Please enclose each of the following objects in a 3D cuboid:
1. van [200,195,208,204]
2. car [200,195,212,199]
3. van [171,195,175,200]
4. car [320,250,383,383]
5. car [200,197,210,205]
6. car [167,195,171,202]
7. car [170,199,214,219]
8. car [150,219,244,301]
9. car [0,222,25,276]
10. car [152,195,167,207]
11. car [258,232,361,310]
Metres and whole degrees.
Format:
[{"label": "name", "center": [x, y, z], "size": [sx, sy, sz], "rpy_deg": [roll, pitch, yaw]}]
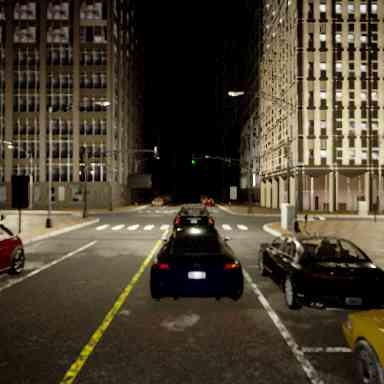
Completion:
[{"label": "van", "center": [2.695, 1.668, 74.026], "size": [1.690, 1.788, 3.998], "rpy_deg": [0, 0, 0]}, {"label": "car", "center": [2.790, 1.709, 56.972], "size": [1.967, 1.590, 4.097], "rpy_deg": [0, 0, 0]}, {"label": "van", "center": [-5.685, 1.686, 79.715], "size": [1.690, 1.788, 3.998], "rpy_deg": [0, 0, 0]}, {"label": "car", "center": [2.692, 1.538, 2.214], "size": [1.752, 1.417, 4.829], "rpy_deg": [0, 0, 0]}, {"label": "car", "center": [2.694, 1.748, 68.340], "size": [1.967, 1.590, 4.097], "rpy_deg": [0, 0, 0]}, {"label": "car", "center": [-5.715, 1.605, 62.660], "size": [2.192, 1.841, 5.009], "rpy_deg": [0, 0, 0]}, {"label": "car", "center": [0.098, 1.447, 18.131], "size": [2.097, 1.767, 4.553], "rpy_deg": [0, 0, 0]}, {"label": "car", "center": [0.100, 1.611, 8.529], "size": [1.994, 1.385, 4.181], "rpy_deg": [0, 0, 0]}, {"label": "car", "center": [-5.688, 1.483, 7.711], "size": [1.967, 1.590, 4.097], "rpy_deg": [0, 0, 0]}, {"label": "car", "center": [-5.782, 1.710, 56.974], "size": [1.967, 1.590, 4.097], "rpy_deg": [0, 0, 0]}, {"label": "car", "center": [2.692, 1.593, 7.712], "size": [2.008, 1.369, 4.403], "rpy_deg": [0, 0, 0]}]
